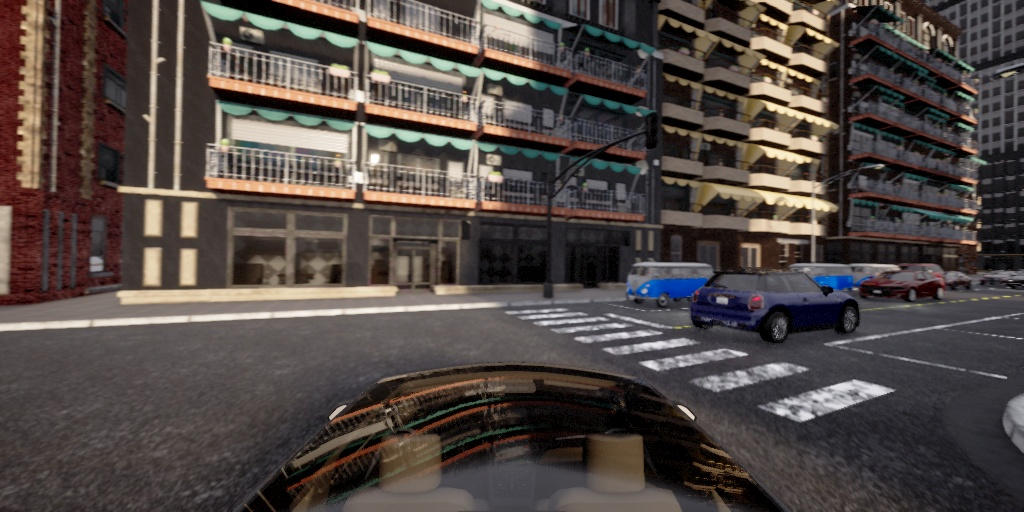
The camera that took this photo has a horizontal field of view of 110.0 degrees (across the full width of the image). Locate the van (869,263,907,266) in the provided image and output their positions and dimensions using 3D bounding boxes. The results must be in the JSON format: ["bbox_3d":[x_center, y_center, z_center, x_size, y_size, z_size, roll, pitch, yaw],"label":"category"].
[{"bbox_3d":[22.229,1.390,22.251,3.998,1.789,1.690,0,0,-24],"label":"van"}]

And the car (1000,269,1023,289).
[{"bbox_3d":[40.261,1.835,27.464,5.357,1.411,2.033,1,0,-24],"label":"car"}]

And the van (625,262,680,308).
[{"bbox_3d":[6.767,1.173,15.380,3.998,1.789,1.690,0,0,-24],"label":"van"}]

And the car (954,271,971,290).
[{"bbox_3d":[32.538,1.777,26.832,4.207,1.307,1.802,0,0,-24],"label":"car"}]

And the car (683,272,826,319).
[{"bbox_3d":[9.406,1.399,13.858,5.357,1.411,2.033,1,0,-24],"label":"car"}]

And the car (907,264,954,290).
[{"bbox_3d":[27.383,1.437,24.541,5.009,1.841,2.192,0,0,-24],"label":"car"}]

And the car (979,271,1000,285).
[{"bbox_3d":[42.845,1.925,31.412,4.207,1.307,1.802,0,0,-24],"label":"car"}]

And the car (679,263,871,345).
[{"bbox_3d":[7.121,1.148,9.721,4.553,1.767,2.097,1,0,-24],"label":"car"}]

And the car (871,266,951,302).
[{"bbox_3d":[20.313,1.482,18.702,5.008,1.535,1.882,0,0,-24],"label":"car"}]

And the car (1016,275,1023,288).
[{"bbox_3d":[20.432,1.490,12.829,4.829,1.417,1.751,0,0,-24],"label":"car"}]
